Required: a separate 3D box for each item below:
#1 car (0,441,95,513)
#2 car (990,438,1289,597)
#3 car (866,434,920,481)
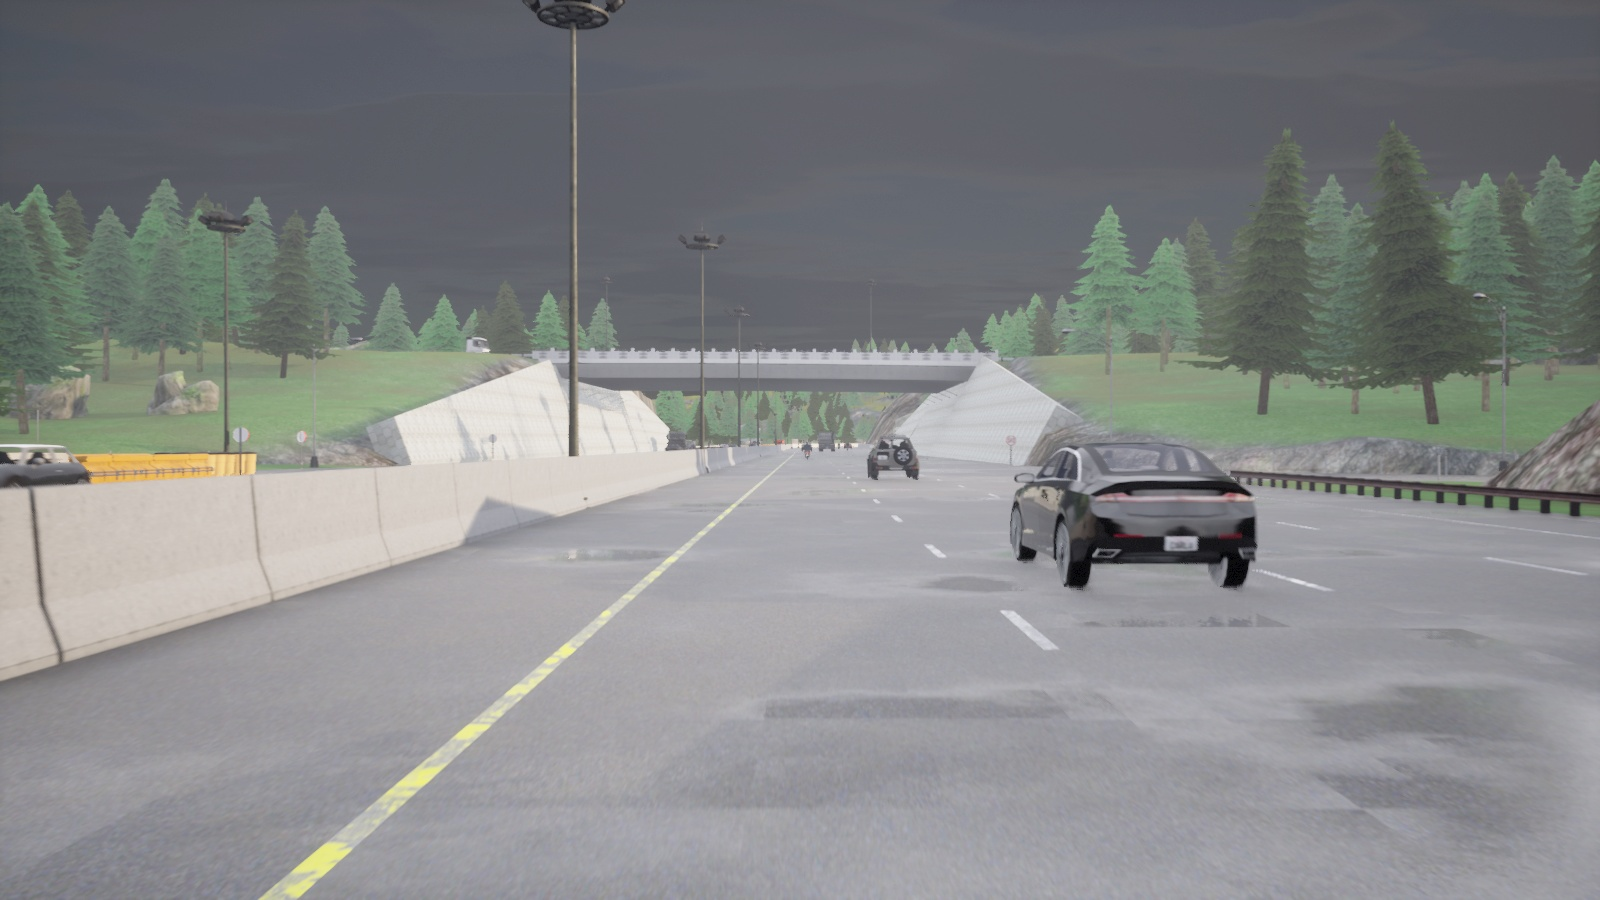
[{"bbox_3d":[-17.330,0.544,27.212,1.970,1.475,3.806,0,0,0],"label":"car"},{"bbox_3d":[3.597,0.624,14.387,2.128,1.511,4.902,0,0,0],"label":"car"},{"bbox_3d":[3.811,0.273,52.055,1.932,1.855,4.605,0,0,0],"label":"car"}]
